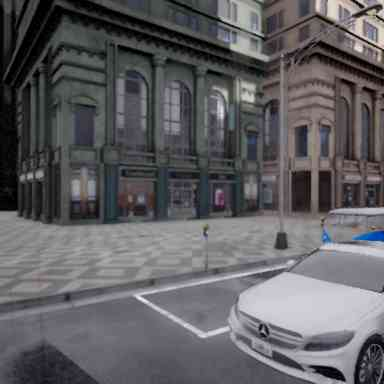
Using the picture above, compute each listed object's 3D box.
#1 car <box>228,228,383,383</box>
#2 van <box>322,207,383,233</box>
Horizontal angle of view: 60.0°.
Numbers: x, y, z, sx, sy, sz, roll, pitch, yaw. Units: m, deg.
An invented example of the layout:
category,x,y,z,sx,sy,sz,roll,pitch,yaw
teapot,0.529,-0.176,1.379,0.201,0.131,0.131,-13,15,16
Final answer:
category,x,y,z,sx,sy,sz,roll,pitch,yaw
car,2.666,1.558,5.287,4.674,1.442,1.812,0,0,-37
van,5.936,1.411,10.918,3.998,1.788,1.690,0,0,-36
